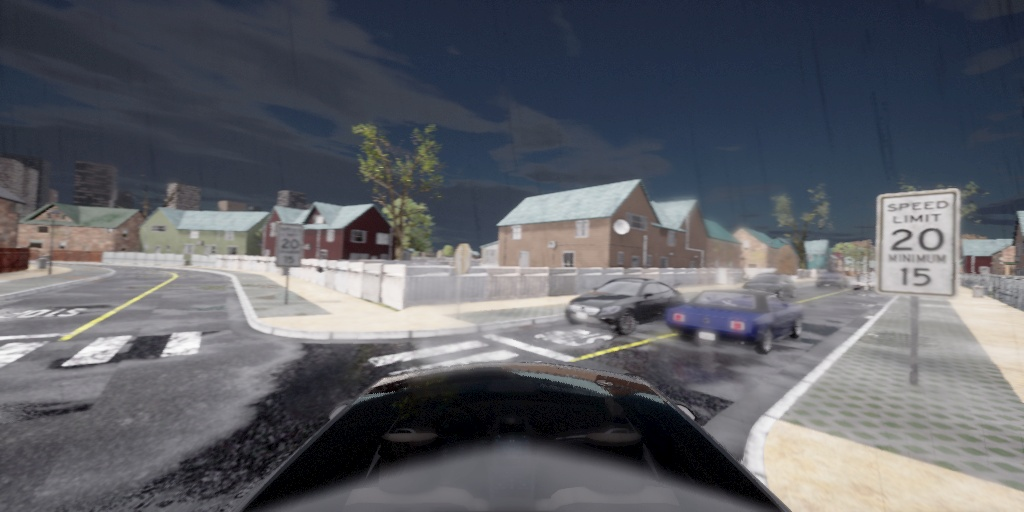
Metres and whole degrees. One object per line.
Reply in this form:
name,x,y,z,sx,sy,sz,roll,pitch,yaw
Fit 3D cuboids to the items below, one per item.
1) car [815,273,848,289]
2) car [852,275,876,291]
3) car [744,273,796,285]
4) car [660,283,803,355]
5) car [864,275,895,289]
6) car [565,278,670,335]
car,30.757,2.355,34.418,5.357,1.411,2.033,2,-1,-41
car,30.358,2.356,30.356,4.718,1.301,1.895,2,-1,-40
car,15.057,1.765,20.948,4.892,1.490,1.837,2,-1,-41
car,5.972,1.526,9.317,4.718,1.301,1.895,2,-1,-41
car,37.947,2.630,36.983,4.718,1.301,1.895,2,-1,-41
car,3.669,1.407,11.116,4.674,1.442,1.812,2,-1,-40
